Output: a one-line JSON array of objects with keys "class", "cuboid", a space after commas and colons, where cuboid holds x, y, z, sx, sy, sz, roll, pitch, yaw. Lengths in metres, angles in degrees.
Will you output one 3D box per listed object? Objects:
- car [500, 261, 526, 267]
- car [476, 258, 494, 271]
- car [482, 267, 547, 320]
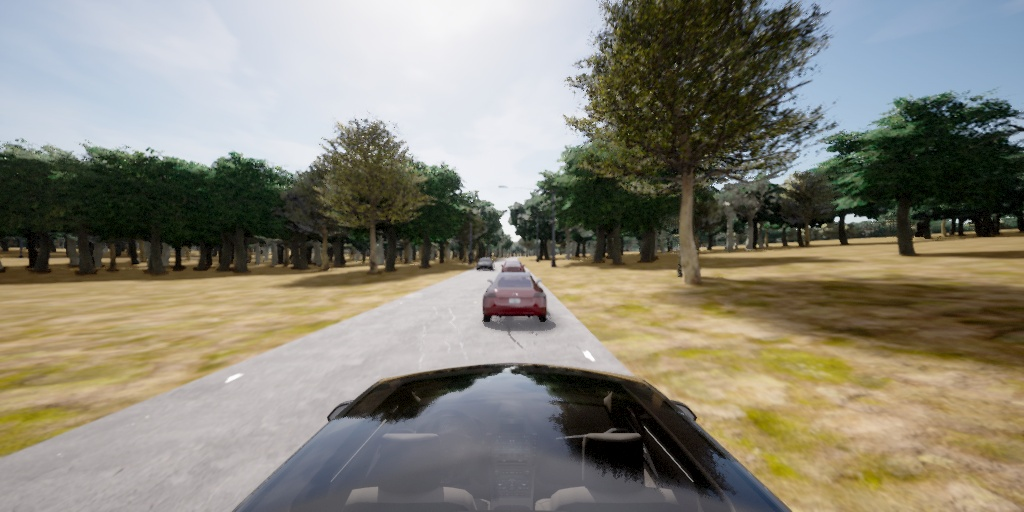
[{"class": "car", "cuboid": [0.086, 1.082, 27.864, 1.812, 1.442, 4.674, 0, 0, 0]}, {"class": "car", "cuboid": [-3.090, 0.970, 41.708, 1.837, 1.490, 4.892, 0, 0, 0]}, {"class": "car", "cuboid": [0.086, 1.235, 12.194, 1.994, 1.385, 4.181, 0, 0, 0]}]
